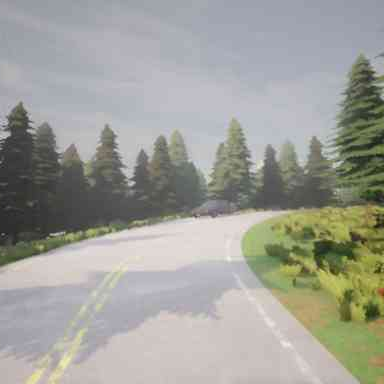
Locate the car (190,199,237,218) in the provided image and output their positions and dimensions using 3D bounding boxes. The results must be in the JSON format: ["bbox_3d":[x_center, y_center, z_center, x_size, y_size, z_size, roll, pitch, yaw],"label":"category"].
[{"bbox_3d":[1.909,1.345,27.673,2.033,1.411,5.357,-4,-1,33],"label":"car"}]
